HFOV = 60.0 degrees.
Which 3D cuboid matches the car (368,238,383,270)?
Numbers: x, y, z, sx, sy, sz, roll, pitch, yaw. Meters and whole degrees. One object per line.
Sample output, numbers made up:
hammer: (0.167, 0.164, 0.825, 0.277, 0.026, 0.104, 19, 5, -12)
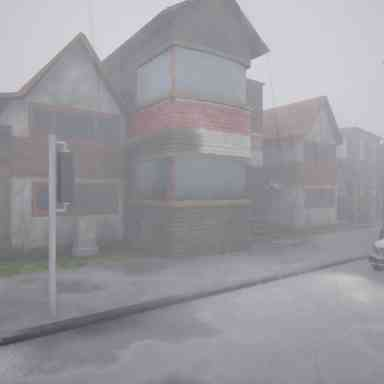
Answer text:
car: (7.092, 1.527, 9.855, 4.674, 1.442, 1.812, 0, 0, -36)
